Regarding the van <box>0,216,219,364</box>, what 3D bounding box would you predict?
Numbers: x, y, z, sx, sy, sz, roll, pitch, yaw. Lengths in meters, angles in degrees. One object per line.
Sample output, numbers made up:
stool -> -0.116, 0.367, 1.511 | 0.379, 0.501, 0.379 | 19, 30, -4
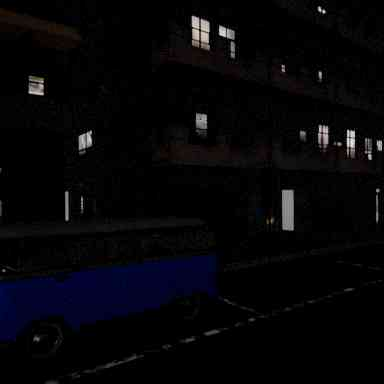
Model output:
van -> -1.417, 1.341, 5.554 | 3.998, 1.788, 1.690 | 0, 0, -35
